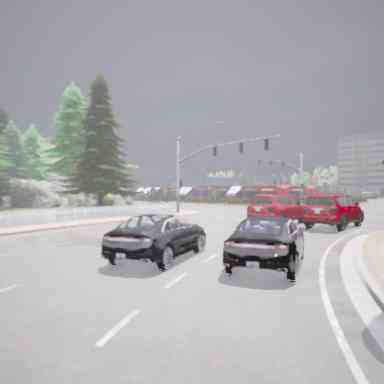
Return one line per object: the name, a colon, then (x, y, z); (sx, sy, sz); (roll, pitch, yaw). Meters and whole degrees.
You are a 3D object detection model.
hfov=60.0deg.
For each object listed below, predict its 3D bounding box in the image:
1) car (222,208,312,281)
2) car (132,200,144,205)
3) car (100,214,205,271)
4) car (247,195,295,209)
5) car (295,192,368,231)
car: (2.305, 1.479, 10.005); (2.128, 1.511, 4.902); (0, 0, 22)
car: (-10.236, 1.473, 57.541); (2.128, 1.511, 4.902); (0, 0, -42)
car: (-1.022, 1.477, 11.060); (2.128, 1.511, 4.902); (0, 0, 21)
car: (5.807, 1.192, 22.423); (2.150, 2.045, 5.566); (0, 0, 41)
car: (8.741, 1.195, 20.471); (2.150, 2.045, 5.566); (0, 0, 42)
